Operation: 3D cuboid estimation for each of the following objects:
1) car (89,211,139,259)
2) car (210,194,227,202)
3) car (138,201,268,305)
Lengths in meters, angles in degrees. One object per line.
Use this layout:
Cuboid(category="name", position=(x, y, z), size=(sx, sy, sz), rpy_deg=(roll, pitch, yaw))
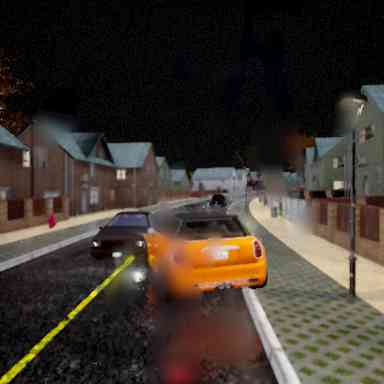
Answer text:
Cuboid(category="car", position=(-2.206, 1.443, 12.497), size=(2.033, 1.411, 5.357), rpy_deg=(0, 1, 0))
Cuboid(category="car", position=(3.351, 1.015, 42.216), size=(1.812, 1.442, 4.674), rpy_deg=(0, 1, 11))
Cuboid(category="car", position=(0.015, 1.250, 8.324), size=(2.097, 1.767, 4.553), rpy_deg=(-2, -1, -15))
